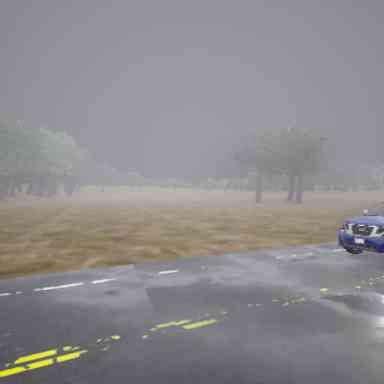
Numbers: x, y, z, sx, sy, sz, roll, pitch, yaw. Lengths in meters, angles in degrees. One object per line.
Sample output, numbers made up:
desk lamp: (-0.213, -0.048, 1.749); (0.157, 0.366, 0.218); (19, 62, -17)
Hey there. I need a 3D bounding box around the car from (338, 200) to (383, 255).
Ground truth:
car: (7.906, 1.252, 12.179); (5.566, 2.045, 2.150); (0, 0, -28)
